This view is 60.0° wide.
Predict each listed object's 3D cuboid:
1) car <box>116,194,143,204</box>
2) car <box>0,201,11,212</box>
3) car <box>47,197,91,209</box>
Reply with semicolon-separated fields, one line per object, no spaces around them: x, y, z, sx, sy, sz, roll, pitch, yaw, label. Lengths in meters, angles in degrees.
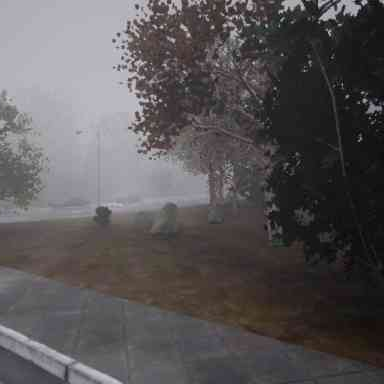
-9.619;0.982;51.069;1.994;1.385;4.181;0;3;39;car
-22.141;1.531;35.548;1.837;1.490;4.892;0;1;39;car
-15.903;1.354;43.290;2.033;1.411;5.357;0;2;39;car
